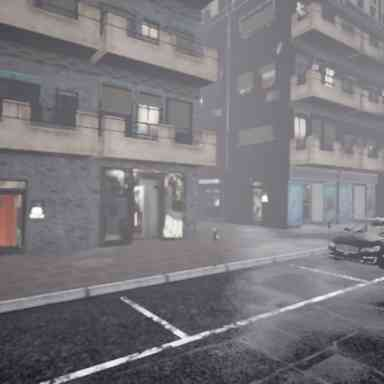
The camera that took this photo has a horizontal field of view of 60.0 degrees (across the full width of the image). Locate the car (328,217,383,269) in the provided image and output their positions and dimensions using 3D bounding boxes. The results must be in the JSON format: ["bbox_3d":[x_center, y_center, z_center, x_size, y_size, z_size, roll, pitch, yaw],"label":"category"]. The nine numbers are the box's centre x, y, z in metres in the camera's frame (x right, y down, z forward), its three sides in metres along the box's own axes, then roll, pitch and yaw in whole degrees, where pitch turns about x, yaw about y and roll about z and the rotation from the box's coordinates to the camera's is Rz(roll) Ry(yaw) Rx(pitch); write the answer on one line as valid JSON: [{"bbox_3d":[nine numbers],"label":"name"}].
[{"bbox_3d":[6.283,1.552,10.981,4.403,1.369,2.008,0,1,-35],"label":"car"}]
